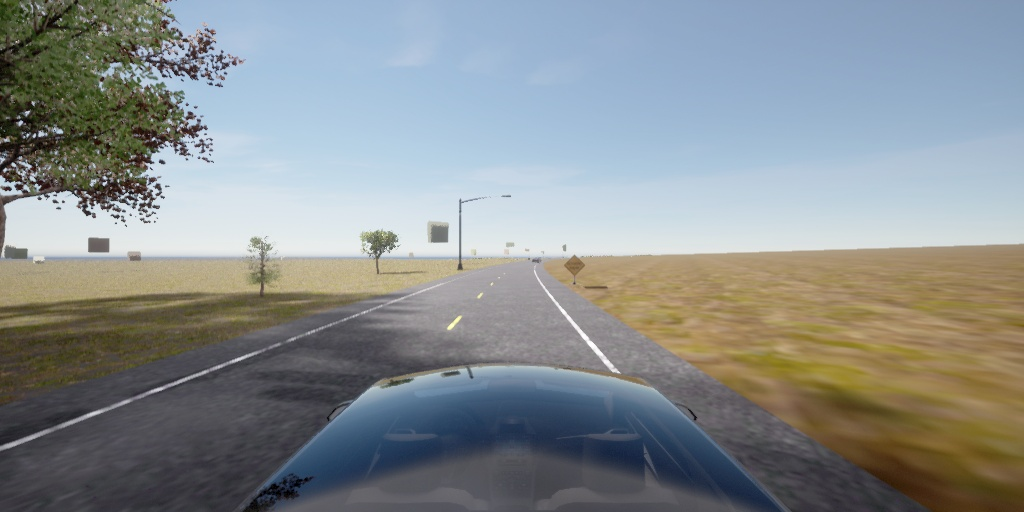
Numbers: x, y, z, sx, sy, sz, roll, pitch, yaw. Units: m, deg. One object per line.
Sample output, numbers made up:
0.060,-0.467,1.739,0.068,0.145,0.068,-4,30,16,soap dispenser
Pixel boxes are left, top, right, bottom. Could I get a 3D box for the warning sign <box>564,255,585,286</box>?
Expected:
3.795,0.849,21.749,1.300,1.860,1.060,0,0,1,warning sign
